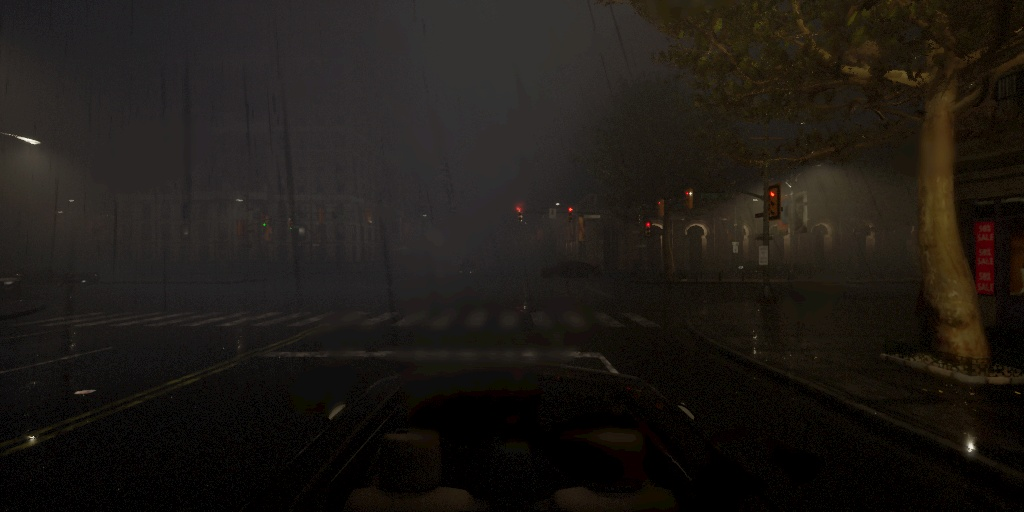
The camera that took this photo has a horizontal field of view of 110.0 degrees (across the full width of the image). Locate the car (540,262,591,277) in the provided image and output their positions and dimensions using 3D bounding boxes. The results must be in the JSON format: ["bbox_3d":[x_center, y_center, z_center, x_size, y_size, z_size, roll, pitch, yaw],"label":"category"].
[{"bbox_3d":[5.162,1.275,34.897,4.674,1.442,1.812,0,0,0],"label":"car"}]

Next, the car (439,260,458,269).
[{"bbox_3d":[-10.376,1.314,57.312,1.994,1.385,4.181,0,0,1],"label":"car"}]

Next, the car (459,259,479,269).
[{"bbox_3d":[-6.869,1.228,57.776,1.882,1.535,5.008,0,0,1],"label":"car"}]

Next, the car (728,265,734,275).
[{"bbox_3d":[23.543,1.102,34.733,4.553,1.767,2.097,0,0,1],"label":"car"}]

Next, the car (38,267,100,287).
[{"bbox_3d":[-30.273,1.351,23.532,4.718,1.301,1.895,0,0,1],"label":"car"}]

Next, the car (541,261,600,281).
[{"bbox_3d":[4.938,1.227,30.366,5.008,1.535,1.882,0,-1,-13],"label":"car"}]

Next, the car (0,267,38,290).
[{"bbox_3d":[-30.496,1.242,20.035,4.902,1.511,2.128,0,0,1],"label":"car"}]

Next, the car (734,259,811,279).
[{"bbox_3d":[22.605,1.254,31.240,4.892,1.490,1.837,0,0,1],"label":"car"}]
